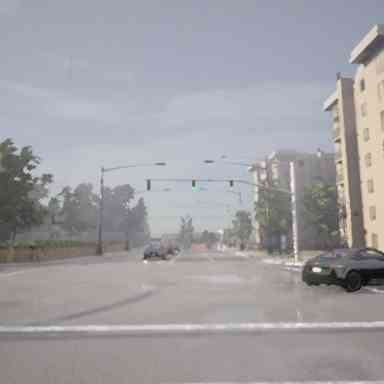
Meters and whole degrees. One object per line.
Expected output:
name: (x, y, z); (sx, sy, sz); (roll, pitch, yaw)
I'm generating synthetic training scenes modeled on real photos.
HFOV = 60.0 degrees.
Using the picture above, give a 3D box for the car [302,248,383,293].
car: (6.017, 2.681, 11.860); (4.181, 1.385, 1.994); (4, -10, -22)

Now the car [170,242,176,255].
car: (-3.496, 7.632, 44.290); (1.895, 1.301, 4.718); (0, -8, 0)

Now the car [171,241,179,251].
car: (-3.422, 9.629, 59.412); (2.097, 1.767, 4.553); (0, -8, 0)

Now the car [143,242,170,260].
car: (-3.533, 5.860, 32.622); (1.994, 1.385, 4.181); (0, -8, 0)
